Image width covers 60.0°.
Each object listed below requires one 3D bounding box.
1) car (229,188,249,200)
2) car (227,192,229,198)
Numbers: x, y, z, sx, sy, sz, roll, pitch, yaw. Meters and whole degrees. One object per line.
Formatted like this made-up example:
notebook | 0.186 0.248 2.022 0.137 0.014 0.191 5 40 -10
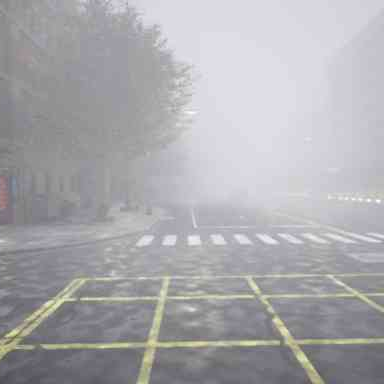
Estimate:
car | 8.279 0.259 56.743 2.150 2.045 5.566 -1 1 -1
car | 8.112 0.403 65.995 1.837 1.490 4.892 -1 1 -1
